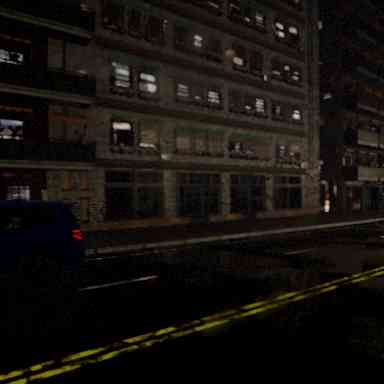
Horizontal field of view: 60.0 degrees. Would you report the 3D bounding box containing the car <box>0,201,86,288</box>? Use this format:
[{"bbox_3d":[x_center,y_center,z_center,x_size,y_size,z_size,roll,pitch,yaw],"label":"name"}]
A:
[{"bbox_3d":[-5.395,1.248,7.832,5.566,2.045,2.150,0,0,-36],"label":"car"}]
